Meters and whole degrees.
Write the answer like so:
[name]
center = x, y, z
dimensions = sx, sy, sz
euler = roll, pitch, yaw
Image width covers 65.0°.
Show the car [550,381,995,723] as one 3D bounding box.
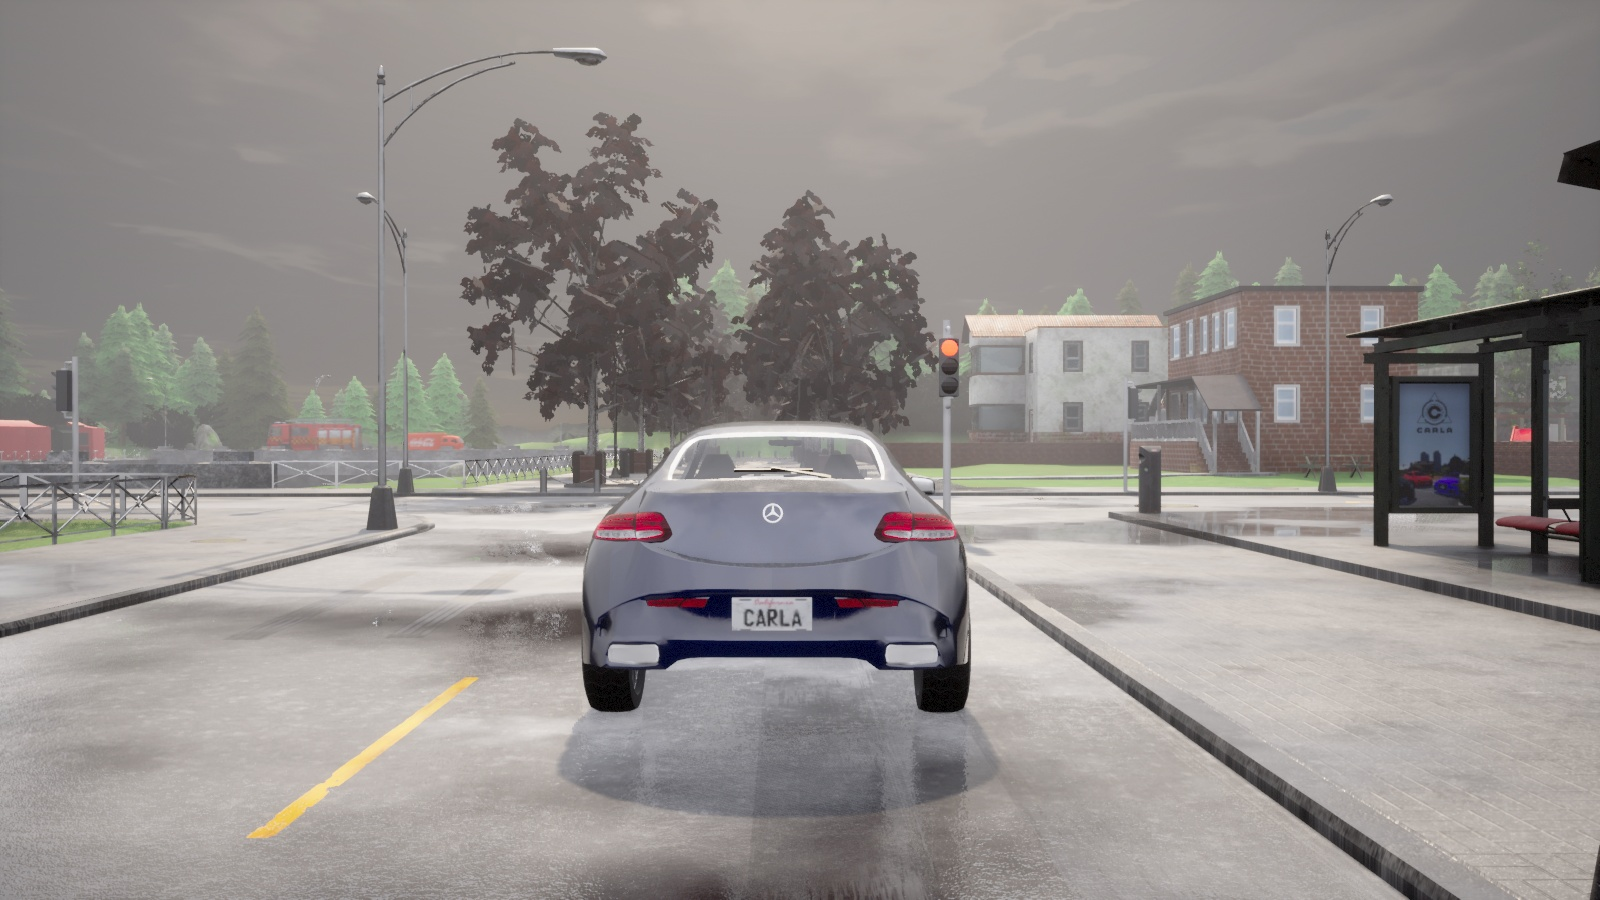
[car]
center = -0.105, 0.477, 8.582
dimensions = 2.152, 1.651, 5.027
euler = 0, 0, 1
